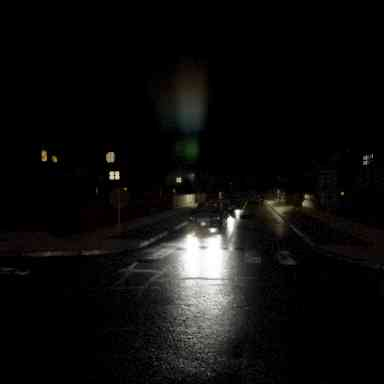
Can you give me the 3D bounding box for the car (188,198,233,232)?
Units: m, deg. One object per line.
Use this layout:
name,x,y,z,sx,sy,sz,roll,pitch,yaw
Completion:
car,1.024,1.350,19.418,2.128,1.511,4.902,0,0,11

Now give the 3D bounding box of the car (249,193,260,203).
car,10.915,1.014,58.113,1.882,1.535,5.008,0,0,10

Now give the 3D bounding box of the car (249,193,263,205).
car,9.251,1.179,48.288,1.994,1.385,4.181,0,0,9

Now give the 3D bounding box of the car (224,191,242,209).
car,4.762,0.918,40.038,2.150,2.045,5.566,0,1,10

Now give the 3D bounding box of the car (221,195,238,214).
car,2.812,1.309,29.290,1.812,1.442,4.674,0,0,11
